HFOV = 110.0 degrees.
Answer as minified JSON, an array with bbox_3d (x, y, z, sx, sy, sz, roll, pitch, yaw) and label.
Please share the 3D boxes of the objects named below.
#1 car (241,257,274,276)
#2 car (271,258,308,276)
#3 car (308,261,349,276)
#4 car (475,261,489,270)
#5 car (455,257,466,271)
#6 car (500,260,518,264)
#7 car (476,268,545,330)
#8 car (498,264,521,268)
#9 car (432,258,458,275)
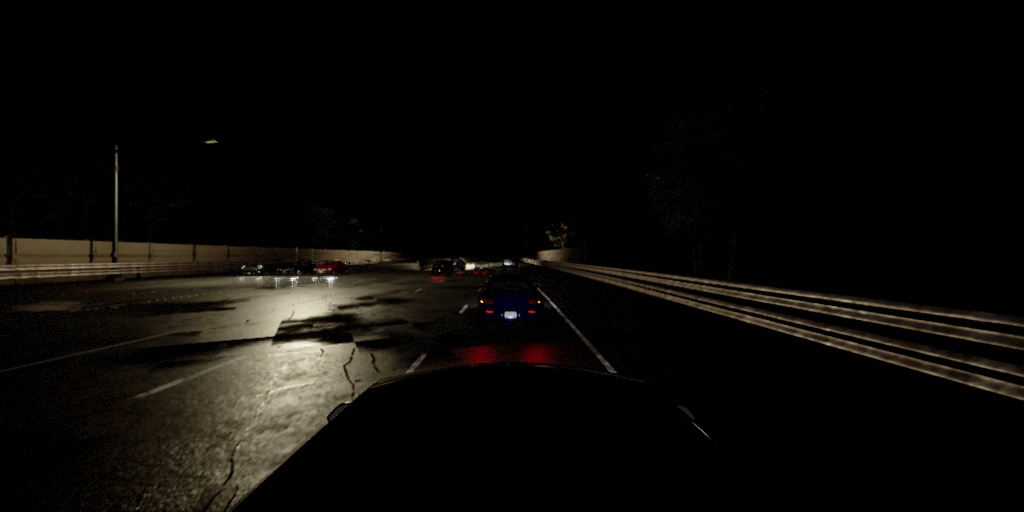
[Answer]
[{"bbox_3d":[-24.995,0.972,36.225,2.097,1.767,4.553,0,2,-1],"label":"car"},{"bbox_3d":[-21.482,1.191,36.064,1.837,1.490,4.892,0,0,-1],"label":"car"},{"bbox_3d":[-17.966,1.220,35.866,1.812,1.442,4.674,0,0,-2],"label":"car"},{"bbox_3d":[-4.160,1.329,50.257,1.895,1.301,4.718,0,0,-1],"label":"car"},{"bbox_3d":[-7.648,1.072,49.752,2.097,1.767,4.553,0,0,-1],"label":"car"},{"bbox_3d":[-0.210,1.225,31.290,2.128,1.511,4.902,0,0,-1],"label":"car"},{"bbox_3d":[-0.047,1.265,11.024,1.812,1.442,4.674,0,0,0],"label":"car"},{"bbox_3d":[-0.153,1.334,21.715,1.895,1.301,4.718,0,0,-1],"label":"car"},{"bbox_3d":[-7.366,1.223,38.554,1.837,1.490,4.892,0,0,-1],"label":"car"}]
